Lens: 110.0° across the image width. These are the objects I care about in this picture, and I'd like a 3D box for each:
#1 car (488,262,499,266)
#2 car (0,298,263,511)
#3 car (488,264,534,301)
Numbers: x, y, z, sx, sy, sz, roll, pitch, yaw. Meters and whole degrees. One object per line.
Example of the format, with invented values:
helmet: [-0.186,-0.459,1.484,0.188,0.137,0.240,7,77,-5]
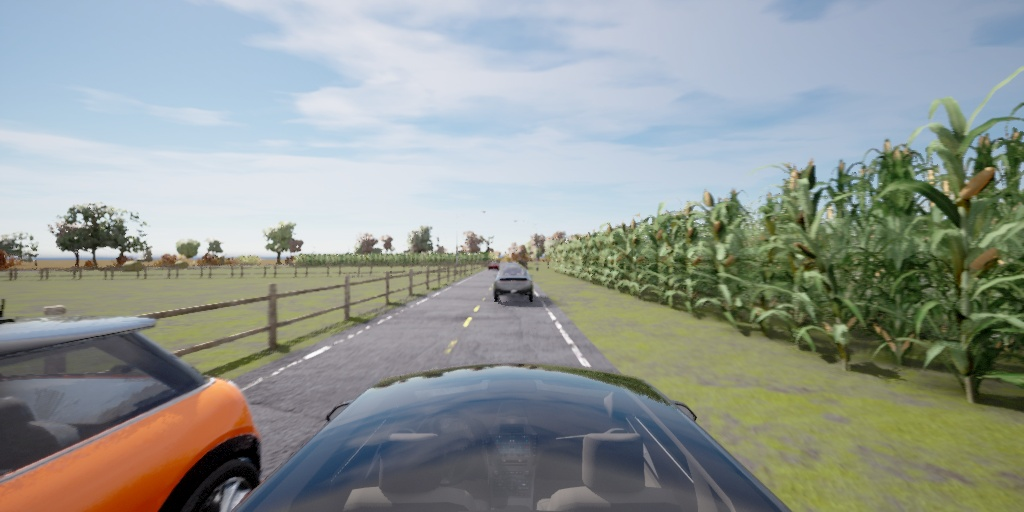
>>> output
car: [-2.825,1.661,57.064,1.895,1.301,4.718,0,0,0]
car: [-2.746,1.105,0.514,2.097,1.767,4.553,0,0,0]
car: [0.067,1.329,17.830,2.128,1.511,4.902,0,0,0]
